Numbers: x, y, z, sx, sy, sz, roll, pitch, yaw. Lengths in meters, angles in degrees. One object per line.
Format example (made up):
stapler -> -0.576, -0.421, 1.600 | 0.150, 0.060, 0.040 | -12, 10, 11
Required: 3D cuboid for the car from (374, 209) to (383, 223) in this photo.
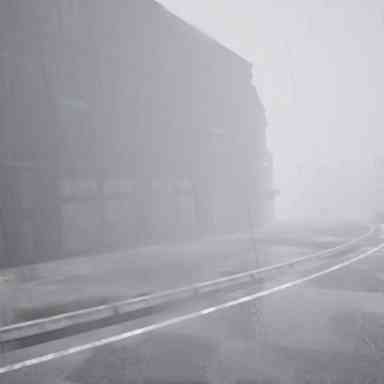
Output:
car -> 19.126, 2.321, 32.160 | 1.895, 1.301, 4.718 | -1, -3, 17
